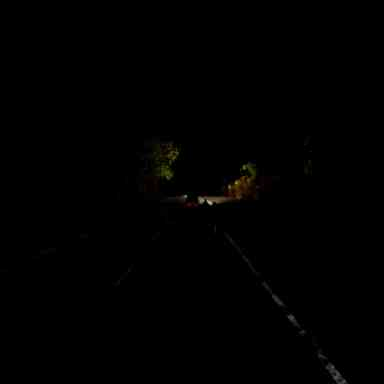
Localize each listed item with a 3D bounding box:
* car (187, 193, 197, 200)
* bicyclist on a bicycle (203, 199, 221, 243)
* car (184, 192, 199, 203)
[{"bbox_3d":[0.031,0.990,73.615,2.033,1.411,5.357,0,0,1],"label":"car"},{"bbox_3d":[0.952,1.279,14.366,0.659,1.776,1.843,0,1,0],"label":"bicyclist on a bicycle"},{"bbox_3d":[0.049,1.087,56.106,2.128,1.511,4.902,0,0,0],"label":"car"}]
